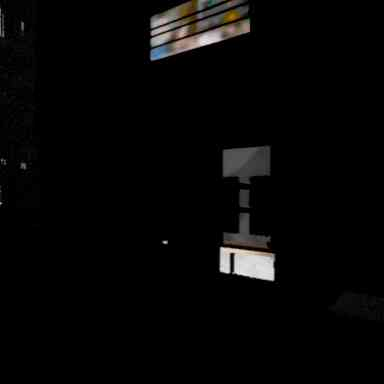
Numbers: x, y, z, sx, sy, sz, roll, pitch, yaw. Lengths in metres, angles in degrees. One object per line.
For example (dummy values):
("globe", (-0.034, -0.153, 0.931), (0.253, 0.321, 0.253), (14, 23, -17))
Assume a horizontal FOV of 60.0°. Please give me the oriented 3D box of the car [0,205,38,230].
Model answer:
("car", (-11.265, 1.553, 19.870), (1.882, 1.535, 5.008), (1, 0, 39))
